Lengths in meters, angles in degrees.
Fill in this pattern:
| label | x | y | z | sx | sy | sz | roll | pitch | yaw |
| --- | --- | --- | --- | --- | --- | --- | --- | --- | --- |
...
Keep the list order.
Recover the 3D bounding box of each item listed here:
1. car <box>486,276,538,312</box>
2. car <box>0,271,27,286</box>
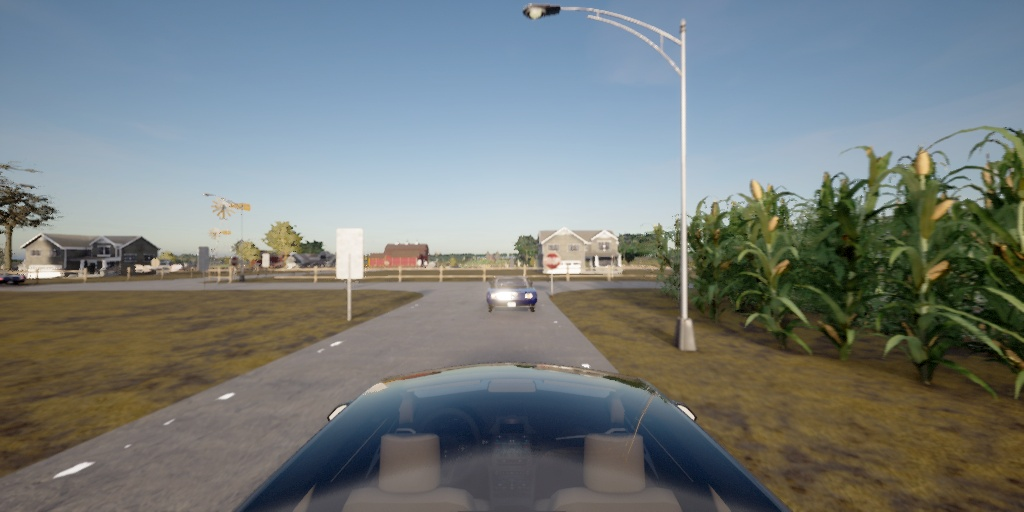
| label | x | y | z | sx | sy | sz | roll | pitch | yaw |
| --- | --- | --- | --- | --- | --- | --- | --- | --- | --- |
| car | -0.055 | 1.481 | 15.081 | 1.895 | 1.301 | 4.718 | 0 | -1 | -1 |
| car | -43.600 | 1.915 | 29.621 | 4.718 | 1.301 | 1.895 | -1 | 0 | 0 |
